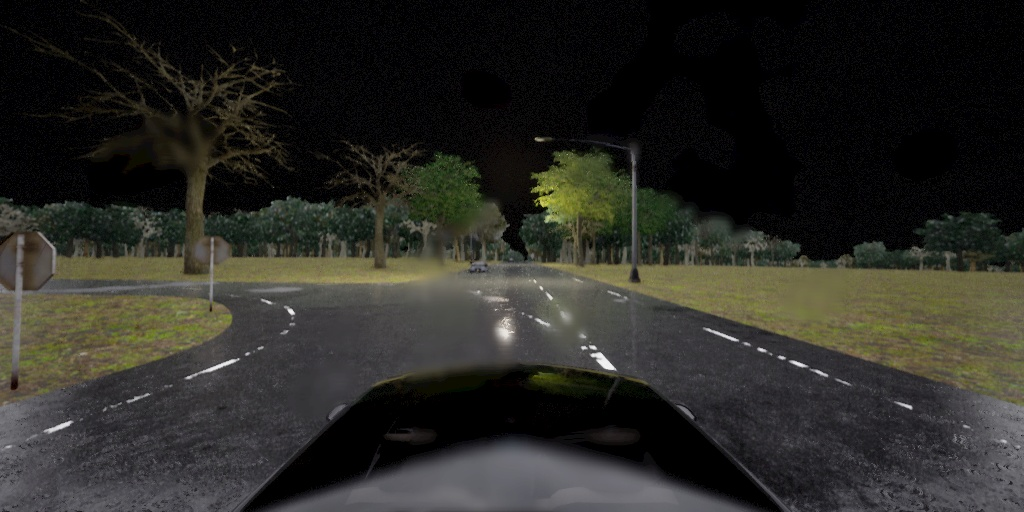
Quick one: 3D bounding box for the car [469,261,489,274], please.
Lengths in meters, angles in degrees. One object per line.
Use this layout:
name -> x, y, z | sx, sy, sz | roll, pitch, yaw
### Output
car -> -3.521, 1.265, 39.017 | 1.994, 1.385, 4.181 | 0, 0, 0
